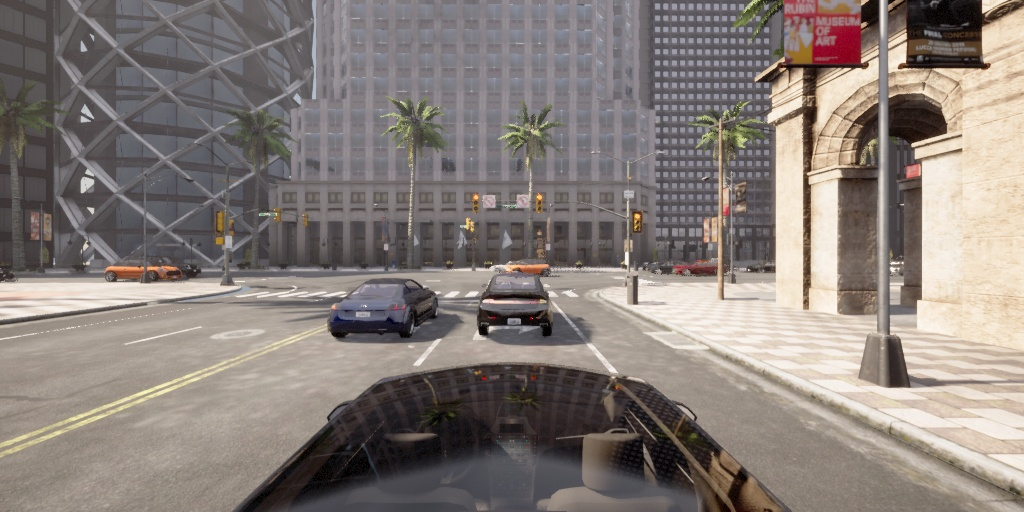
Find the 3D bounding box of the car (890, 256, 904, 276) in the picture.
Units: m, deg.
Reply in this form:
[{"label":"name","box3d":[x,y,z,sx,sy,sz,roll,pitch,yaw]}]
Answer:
[{"label":"car","box3d":[39.916,0.971,35.757,5.566,2.045,2.150,0,0,0]}]

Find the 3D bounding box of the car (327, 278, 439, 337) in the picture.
[{"label":"car","box3d":[-3.419,1.314,10.261,1.994,1.385,4.181,0,0,0]}]

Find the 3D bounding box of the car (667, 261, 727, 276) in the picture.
[{"label":"car","box3d":[18.680,1.228,35.838,5.008,1.535,1.882,0,0,0]}]

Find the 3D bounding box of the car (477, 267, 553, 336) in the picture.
[{"label":"car","box3d":[0.118,1.242,10.392,2.128,1.511,4.902,0,0,2]}]

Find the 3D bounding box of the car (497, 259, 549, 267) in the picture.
[{"label":"car","box3d":[1.292,1.102,33.960,4.553,1.767,2.097,0,0,-23]}]

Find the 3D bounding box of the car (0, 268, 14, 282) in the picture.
[{"label":"car","box3d":[-40.172,1.314,26.322,4.181,1.385,1.994,0,0,-24]}]

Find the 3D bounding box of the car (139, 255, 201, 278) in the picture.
[{"label":"car","box3d":[-31.167,0.971,31.965,5.566,2.045,2.150,0,0,-3]}]

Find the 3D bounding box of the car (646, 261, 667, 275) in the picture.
[{"label":"car","box3d":[17.218,1.255,39.342,4.892,1.490,1.837,0,0,0]}]

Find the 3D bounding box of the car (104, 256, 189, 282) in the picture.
[{"label":"car","box3d":[-29.127,1.102,28.469,4.553,1.767,2.097,0,0,-3]}]
